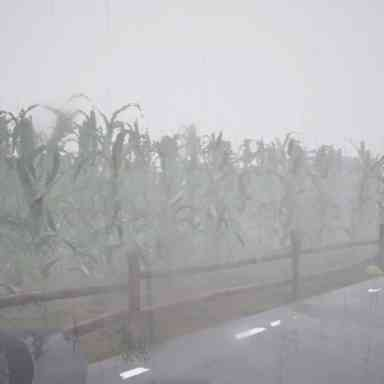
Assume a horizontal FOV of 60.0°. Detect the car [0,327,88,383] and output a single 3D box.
[{"bbox_3d":[-2.775,1.497,1.099,4.892,1.490,1.837,0,0,-35],"label":"car"}]
